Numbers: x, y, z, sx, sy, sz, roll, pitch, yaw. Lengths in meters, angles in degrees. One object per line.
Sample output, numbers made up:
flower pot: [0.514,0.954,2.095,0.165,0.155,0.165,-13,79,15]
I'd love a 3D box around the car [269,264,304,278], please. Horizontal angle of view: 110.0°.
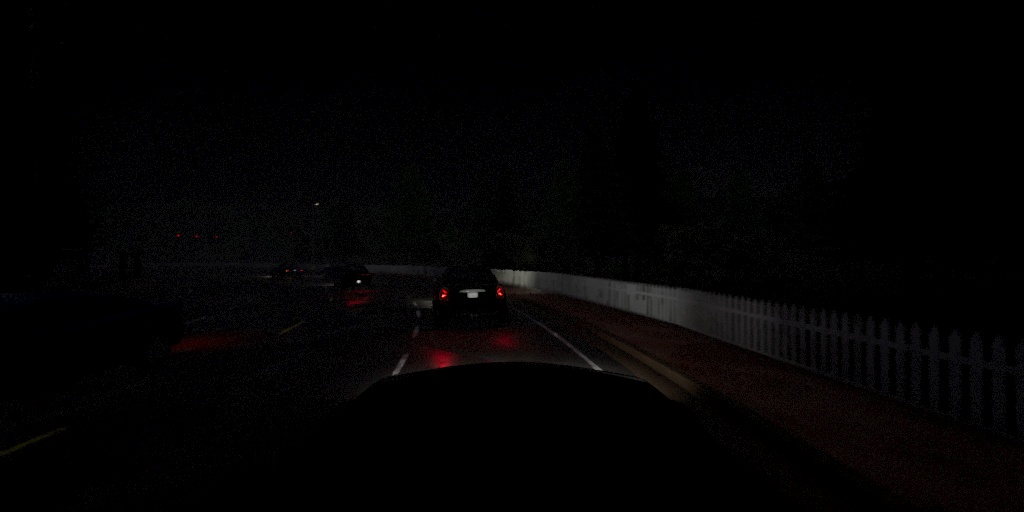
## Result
car: [-23.712,1.516,37.651,5.357,1.411,2.033,-1,0,41]

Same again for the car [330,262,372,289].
car: [-10.988,1.358,24.613,1.837,1.490,4.892,0,0,-33]

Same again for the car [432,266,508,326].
car: [-1.572,1.116,12.080,2.097,1.767,4.553,-1,0,-13]

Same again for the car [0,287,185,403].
car: [-7.461,1.297,5.206,1.882,1.535,5.008,-1,0,-6]

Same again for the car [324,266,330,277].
car: [-17.705,1.391,36.987,5.008,1.535,1.882,-1,0,42]
